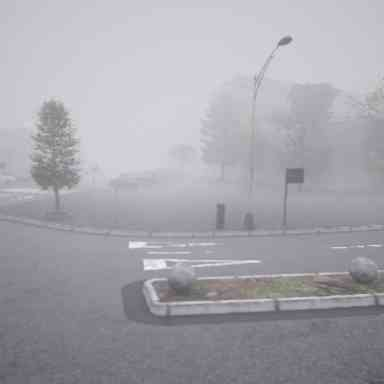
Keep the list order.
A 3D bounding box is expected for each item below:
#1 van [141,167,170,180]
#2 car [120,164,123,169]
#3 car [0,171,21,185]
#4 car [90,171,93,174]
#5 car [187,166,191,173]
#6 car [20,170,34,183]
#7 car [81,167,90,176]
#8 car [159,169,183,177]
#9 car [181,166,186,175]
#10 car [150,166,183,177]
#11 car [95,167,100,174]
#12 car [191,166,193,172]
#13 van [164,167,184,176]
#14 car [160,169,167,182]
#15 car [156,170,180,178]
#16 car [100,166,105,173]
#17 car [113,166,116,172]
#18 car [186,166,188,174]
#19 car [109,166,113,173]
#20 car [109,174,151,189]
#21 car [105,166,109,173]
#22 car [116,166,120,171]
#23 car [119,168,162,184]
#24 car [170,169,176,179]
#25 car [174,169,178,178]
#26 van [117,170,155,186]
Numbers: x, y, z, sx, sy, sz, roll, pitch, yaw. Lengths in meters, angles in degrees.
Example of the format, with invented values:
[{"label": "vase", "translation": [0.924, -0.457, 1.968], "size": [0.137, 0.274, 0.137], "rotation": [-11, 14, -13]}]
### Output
[{"label": "van", "translation": [-6.682, -2.829, 58.718], "size": [4.442, 1.987, 1.878], "rotation": [1, 6, -14]}, {"label": "car", "translation": [-21.748, -6.397, 90.159], "size": [4.553, 1.767, 2.185], "rotation": [0, 6, -15]}, {"label": "car", "translation": [-25.452, -1.751, 43.483], "size": [4.674, 1.452, 2.002], "rotation": [0, 6, -16]}, {"label": "car", "translation": [-23.427, -4.301, 69.795], "size": [4.792, 1.488, 2.163], "rotation": [0, 6, -15]}, {"label": "car", "translation": [-4.029, -5.707, 88.464], "size": [5.566, 2.045, 2.435], "rotation": [1, 5, -15]}, {"label": "car", "translation": [-25.208, -2.045, 46.421], "size": [4.792, 1.488, 2.163], "rotation": [0, 6, -16]}, {"label": "car", "translation": [-23.693, -4.050, 66.872], "size": [5.008, 1.535, 2.097], "rotation": [0, 6, -16]}, {"label": "car", "translation": [-4.991, -4.620, 79.514], "size": [5.366, 1.575, 1.946], "rotation": [1, 6, -15]}, {"label": "car", "translation": [-5.023, -4.576, 76.578], "size": [5.566, 2.045, 2.435], "rotation": [1, 6, -15]}, {"label": "car", "translation": [-5.558, -4.001, 70.611], "size": [5.566, 2.045, 2.435], "rotation": [1, 6, -15]}, {"label": "car", "translation": [-23.231, -4.611, 72.699], "size": [5.008, 1.535, 2.097], "rotation": [0, 6, -15]}, {"label": "car", "translation": [-3.380, -5.988, 94.466], "size": [5.366, 1.575, 1.946], "rotation": [1, 5, -15]}, {"label": "van", "translation": [-4.443, -5.122, 82.548], "size": [4.442, 1.987, 1.878], "rotation": [1, 6, -15]}, {"label": "car", "translation": [-7.149, -2.448, 55.717], "size": [4.553, 1.767, 2.185], "rotation": [1, 6, -14]}, {"label": "car", "translation": [-5.324, -4.038, 73.616], "size": [4.892, 1.521, 2.231], "rotation": [1, 6, -15]}, {"label": "car", "translation": [-22.984, -4.891, 75.610], "size": [4.892, 1.521, 2.231], "rotation": [0, 6, -15]}, {"label": "car", "translation": [-22.238, -5.855, 84.338], "size": [4.553, 1.767, 2.185], "rotation": [0, 6, -15]}, {"label": "car", "translation": [-4.497, -5.188, 85.459], "size": [5.366, 1.575, 1.946], "rotation": [1, 6, -15]}, {"label": "car", "translation": [-22.506, -5.453, 81.434], "size": [5.008, 1.535, 2.097], "rotation": [0, 6, -15]}, {"label": "car", "translation": [-8.420, -1.186, 43.861], "size": [5.008, 1.535, 2.097], "rotation": [1, 6, -14]}, {"label": "car", "translation": [-22.744, -5.171, 78.520], "size": [4.892, 1.521, 2.231], "rotation": [0, 6, -15]}, {"label": "car", "translation": [-22.032, -5.966, 87.267], "size": [4.674, 1.452, 2.002], "rotation": [0, 5, -15]}, {"label": "car", "translation": [-7.784, -2.003, 49.759], "size": [5.566, 2.045, 2.435], "rotation": [1, 6, -14]}, {"label": "car", "translation": [-6.176, -3.176, 64.658], "size": [4.892, 1.521, 2.231], "rotation": [1, 6, -14]}, {"label": "car", "translation": [-5.862, -3.434, 67.651], "size": [4.792, 1.488, 2.163], "rotation": [1, 6, -15]}, {"label": "van", "translation": [-7.969, -1.691, 46.836], "size": [4.442, 1.987, 1.878], "rotation": [1, 6, -14]}]
